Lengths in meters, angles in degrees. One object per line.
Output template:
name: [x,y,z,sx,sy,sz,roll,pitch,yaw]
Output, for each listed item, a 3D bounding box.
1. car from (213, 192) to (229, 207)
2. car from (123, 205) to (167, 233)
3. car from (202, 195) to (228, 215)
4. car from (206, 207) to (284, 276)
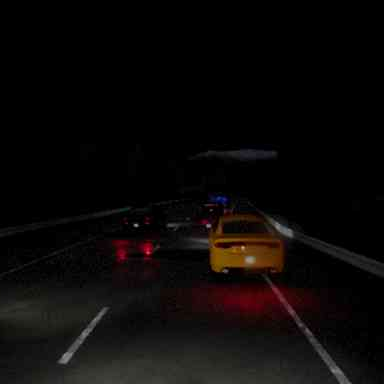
car: [3.718,1.064,44.098,2.150,2.045,5.566,0,0,9]
car: [-2.609,1.458,18.879,1.812,1.442,4.674,0,0,4]
car: [2.048,1.378,31.795,2.128,1.511,4.902,0,0,8]
car: [1.469,1.441,10.288,1.882,1.535,5.008,0,0,2]
